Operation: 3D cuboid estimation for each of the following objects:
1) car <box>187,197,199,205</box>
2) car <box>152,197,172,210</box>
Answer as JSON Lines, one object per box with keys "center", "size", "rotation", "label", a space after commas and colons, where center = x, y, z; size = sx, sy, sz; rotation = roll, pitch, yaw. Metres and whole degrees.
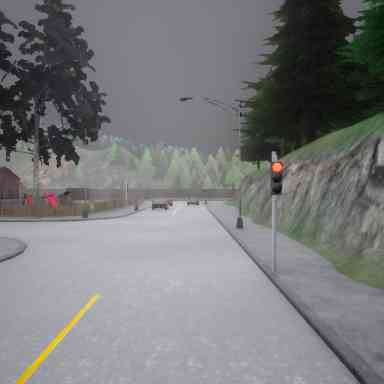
{"center": [0.175, 1.564, 56.820], "size": [1.994, 1.385, 4.181], "rotation": [0, 0, 0], "label": "car"}
{"center": [-4.040, 1.478, 42.853], "size": [1.882, 1.535, 5.008], "rotation": [0, 0, 0], "label": "car"}
